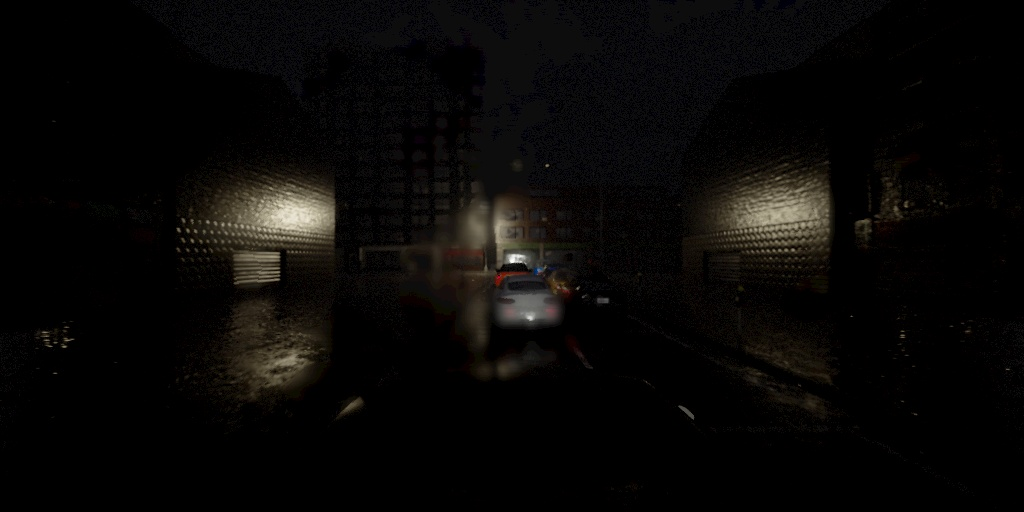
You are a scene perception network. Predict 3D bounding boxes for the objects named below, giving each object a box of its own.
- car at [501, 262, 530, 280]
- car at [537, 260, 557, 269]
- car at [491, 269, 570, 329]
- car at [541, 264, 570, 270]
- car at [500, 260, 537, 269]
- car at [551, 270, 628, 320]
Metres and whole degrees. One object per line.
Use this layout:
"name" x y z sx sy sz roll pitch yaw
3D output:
"car" 0.411 1.313 33.104 2.128 1.511 4.902 0 0 7
"car" 2.668 1.237 23.424 1.967 1.591 4.097 0 0 0
"car" 0.339 1.292 11.176 1.812 1.442 4.674 0 0 -3
"car" 2.660 1.308 18.120 1.751 1.417 4.829 0 0 0
"car" 0.109 1.142 20.723 2.097 1.767 4.553 0 0 0
"car" 2.652 1.334 12.476 1.948 1.339 4.313 0 0 0
